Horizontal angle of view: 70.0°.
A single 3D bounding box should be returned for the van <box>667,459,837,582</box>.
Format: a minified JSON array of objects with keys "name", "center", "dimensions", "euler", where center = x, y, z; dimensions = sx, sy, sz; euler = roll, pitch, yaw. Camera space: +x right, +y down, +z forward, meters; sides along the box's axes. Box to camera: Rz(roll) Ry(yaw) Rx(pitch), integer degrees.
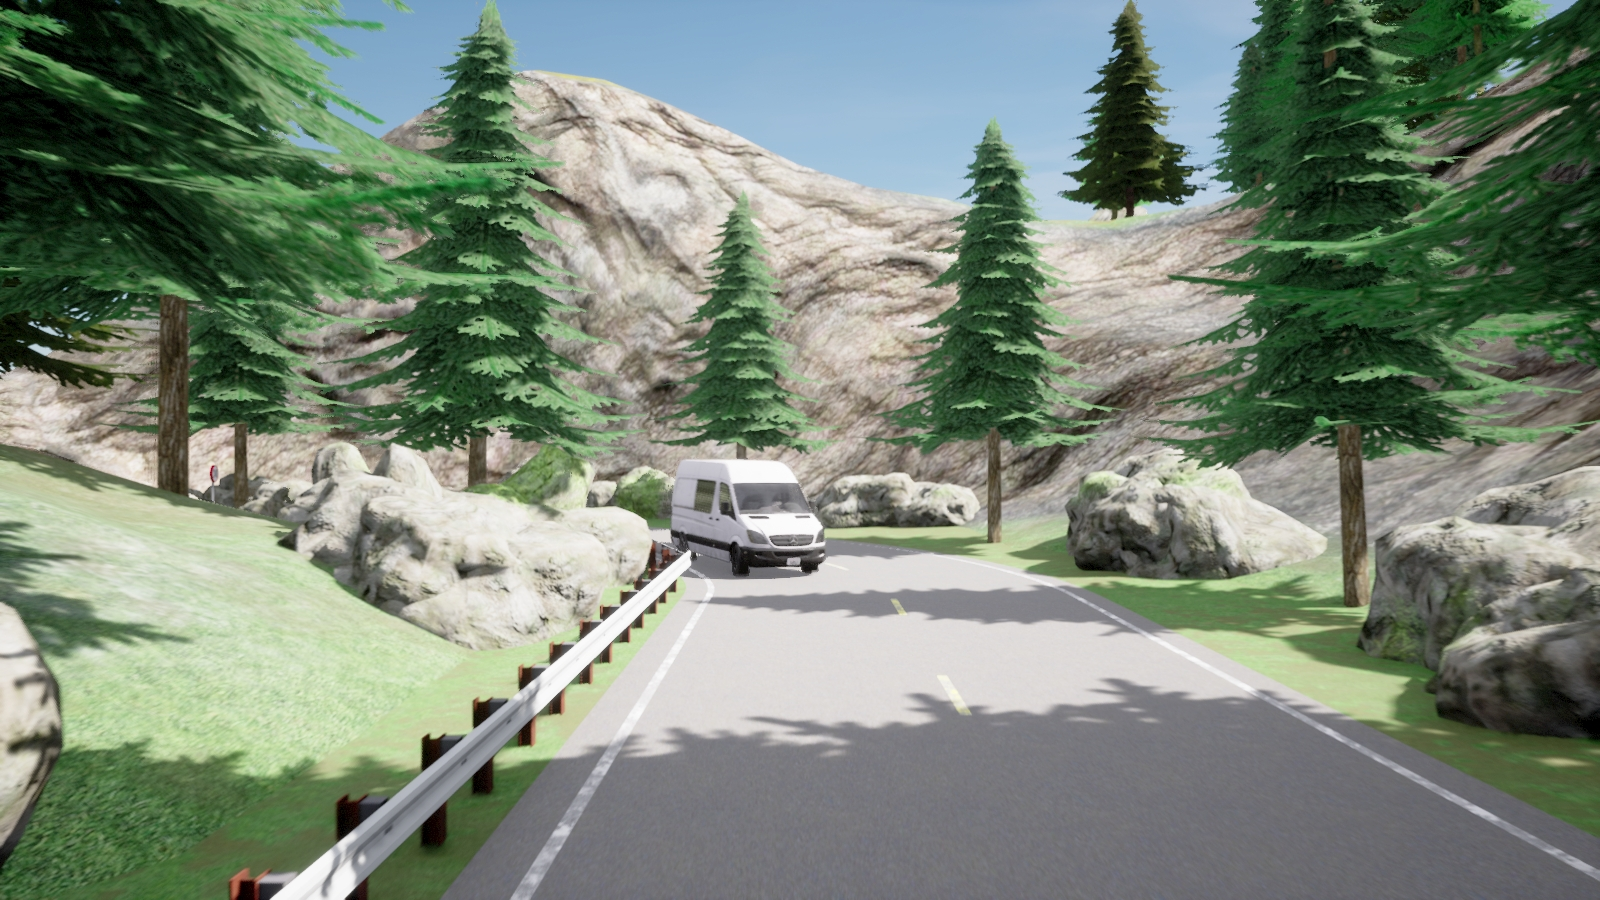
[{"name":"van","center":[-1.315,1.522,27.310],"dimensions":[1.988,2.561,5.915],"euler":[1,0,-24]}]
